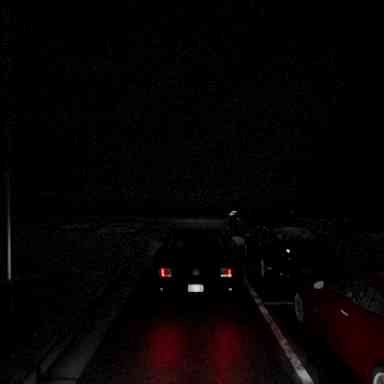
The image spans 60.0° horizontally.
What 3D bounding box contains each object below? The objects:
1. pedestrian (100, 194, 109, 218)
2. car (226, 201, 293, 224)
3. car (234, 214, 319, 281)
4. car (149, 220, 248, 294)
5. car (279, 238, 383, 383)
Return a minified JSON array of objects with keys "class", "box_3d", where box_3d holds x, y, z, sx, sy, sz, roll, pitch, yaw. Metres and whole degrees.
[{"class":"pedestrian","box_3d":[-6.886,1.073,25.974,0.375,1.860,0.375,0,1,0]},{"class":"car","box_3d":[4.624,1.433,23.086,4.553,1.767,2.097,1,1,0]},{"class":"car","box_3d":[2.619,1.574,9.794,2.008,1.369,4.403,-1,0,0]},{"class":"car","box_3d":[0.089,1.622,8.799,1.895,1.301,4.718,0,0,0]},{"class":"car","box_3d":[2.621,1.592,4.262,1.802,1.307,4.206,-1,0,0]}]
